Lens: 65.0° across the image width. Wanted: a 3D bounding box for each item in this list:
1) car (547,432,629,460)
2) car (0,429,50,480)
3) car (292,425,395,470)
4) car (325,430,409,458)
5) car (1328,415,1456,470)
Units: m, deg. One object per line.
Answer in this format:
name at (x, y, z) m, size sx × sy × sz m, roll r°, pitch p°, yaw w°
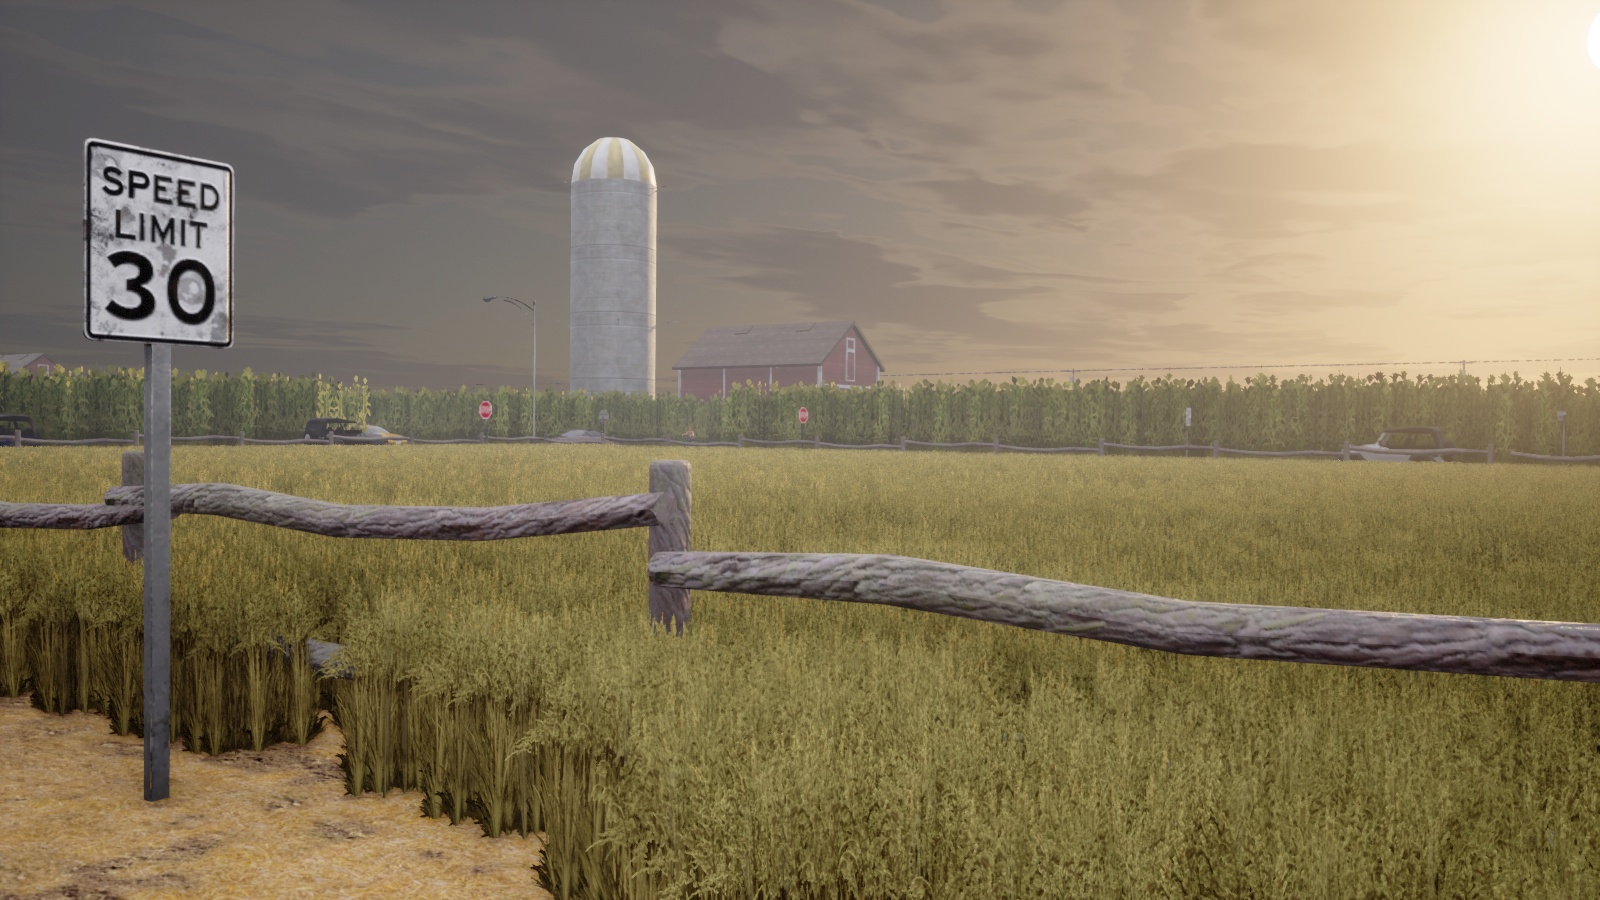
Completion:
car at (-11.427, -0.251, 67.928) m, size 1.994 × 1.385 × 4.181 m, roll 0°, pitch 2°, yaw 35°
car at (-30.226, 0.161, 46.359) m, size 1.905 × 1.878 × 3.866 m, roll 0°, pitch 1°, yaw 35°
car at (-20.114, -0.120, 55.455) m, size 1.905 × 1.878 × 3.866 m, roll 0°, pitch 1°, yaw 35°
car at (-25.212, -0.358, 73.115) m, size 5.366 × 1.575 × 1.801 m, roll 0°, pitch 1°, yaw 35°
car at (20.946, -0.277, 44.464) m, size 3.866 × 1.878 × 1.905 m, roll 0°, pitch 1°, yaw 35°
